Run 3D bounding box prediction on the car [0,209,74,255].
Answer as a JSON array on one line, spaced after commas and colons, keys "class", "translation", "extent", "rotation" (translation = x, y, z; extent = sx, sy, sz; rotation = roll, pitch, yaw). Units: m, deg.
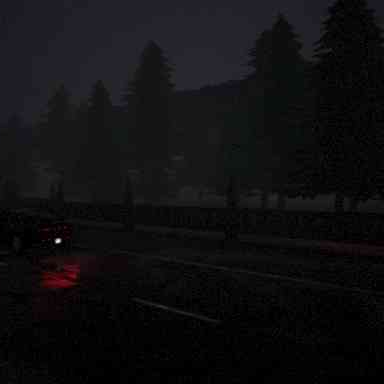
[{"class": "car", "translation": [-6.643, 1.426, 13.021], "extent": [4.892, 1.490, 1.837], "rotation": [1, 0, 36]}]
